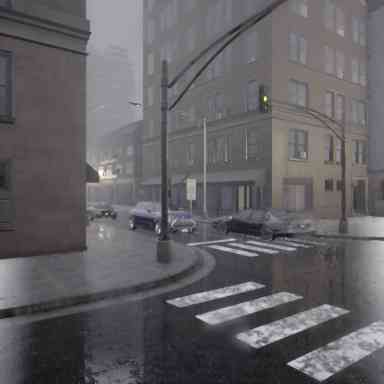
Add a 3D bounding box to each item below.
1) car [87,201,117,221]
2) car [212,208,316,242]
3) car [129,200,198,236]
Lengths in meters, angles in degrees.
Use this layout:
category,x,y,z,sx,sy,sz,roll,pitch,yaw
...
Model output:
category,x,y,z,sx,sy,sz,roll,pitch,yaw
car,-7.436,1.428,26.073,1.994,1.385,4.181,0,0,-35
car,3.261,1.488,16.192,2.033,1.411,5.357,0,0,-36
car,-1.640,1.269,17.967,2.097,1.767,4.553,0,0,-36
